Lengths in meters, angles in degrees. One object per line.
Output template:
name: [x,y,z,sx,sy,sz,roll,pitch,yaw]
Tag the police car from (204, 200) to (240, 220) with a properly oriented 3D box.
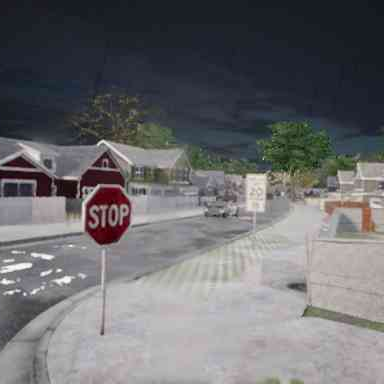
police car: [2.586,1.469,28.584,2.038,1.542,4.974,3,1,23]
